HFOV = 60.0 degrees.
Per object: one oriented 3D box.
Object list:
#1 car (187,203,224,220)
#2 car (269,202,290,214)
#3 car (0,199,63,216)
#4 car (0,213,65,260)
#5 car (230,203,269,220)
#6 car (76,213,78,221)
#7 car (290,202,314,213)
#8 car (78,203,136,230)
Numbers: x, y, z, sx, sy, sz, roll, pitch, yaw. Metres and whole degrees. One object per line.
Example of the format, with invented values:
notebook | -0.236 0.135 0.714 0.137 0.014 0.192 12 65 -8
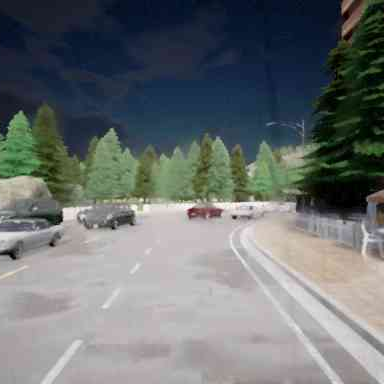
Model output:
car | 1.398 1.832 31.972 1.882 1.535 5.008 0 -1 31
car | 11.144 2.005 43.307 4.674 1.442 1.812 0 -1 -38
car | -9.833 1.441 19.824 2.150 2.045 5.566 0 -1 8
car | -6.908 1.749 13.270 1.895 1.301 4.718 0 -1 2
car | 5.440 1.955 31.971 1.895 1.301 4.718 0 -1 33
car | -7.813 1.806 28.414 2.128 1.511 4.902 0 -1 19
car | 15.175 1.957 42.009 4.902 1.511 2.128 0 -1 -35
car | -5.623 1.611 23.325 2.097 1.767 4.553 0 -1 13
